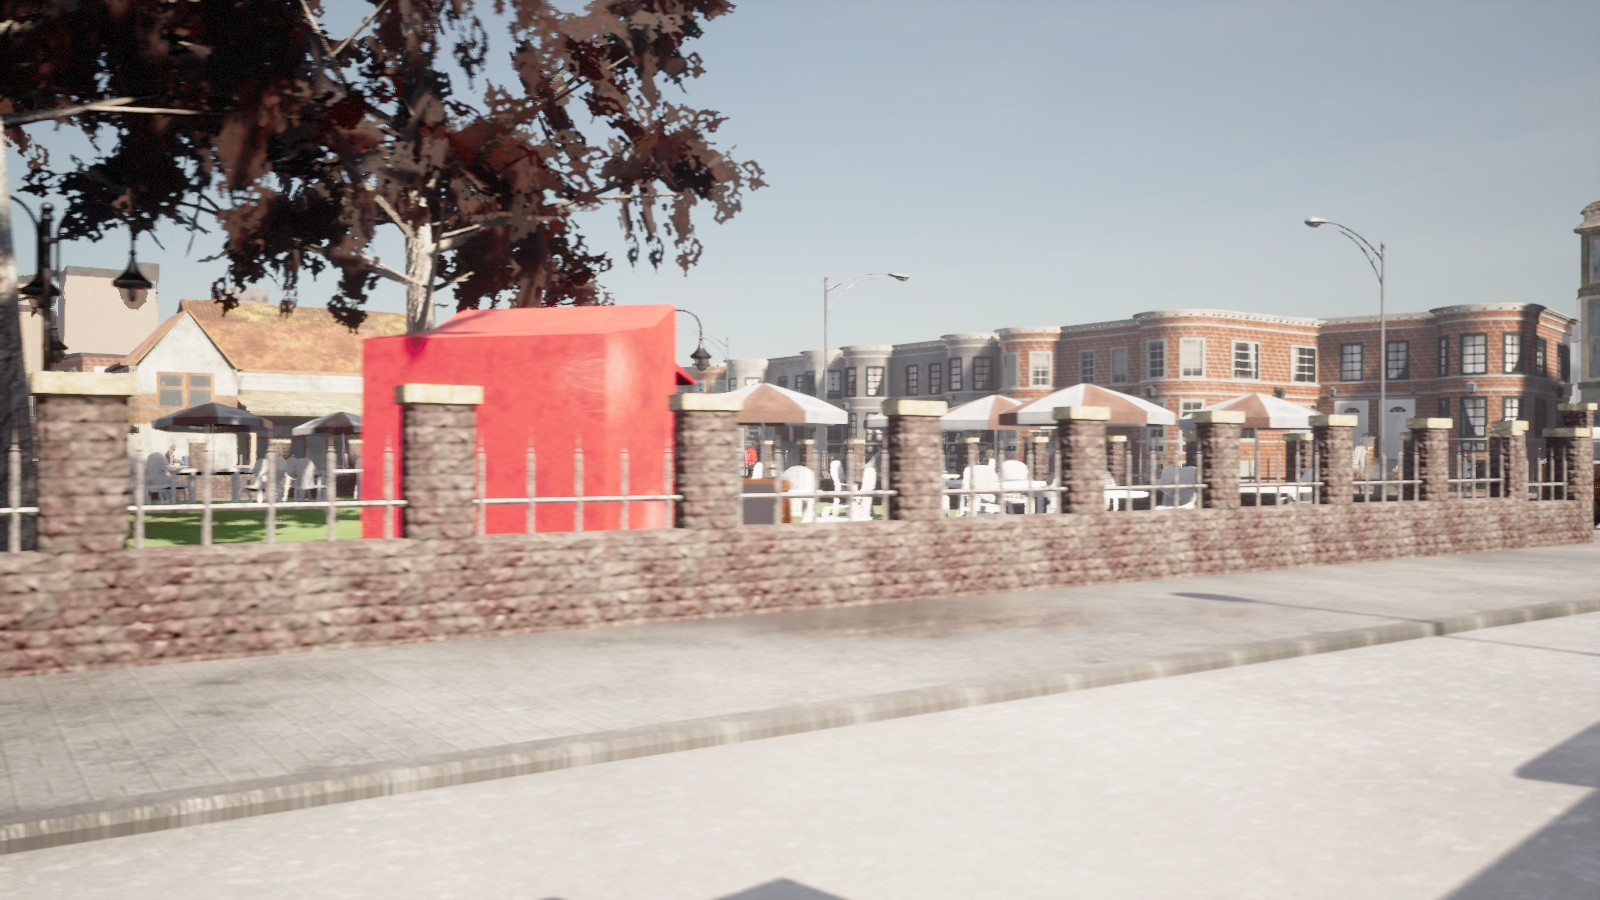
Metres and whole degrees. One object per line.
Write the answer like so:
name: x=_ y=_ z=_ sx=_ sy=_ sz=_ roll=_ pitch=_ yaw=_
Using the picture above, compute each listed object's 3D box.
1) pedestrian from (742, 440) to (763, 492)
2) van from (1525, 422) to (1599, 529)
pedestrian: x=-1.735 y=0.568 z=45.499 sx=0.634 sy=1.844 sz=0.899 roll=0 pitch=0 yaw=-10
van: x=16.557 y=0.492 z=23.752 sx=2.069 sy=2.038 sz=4.480 roll=1 pitch=0 yaw=-30
